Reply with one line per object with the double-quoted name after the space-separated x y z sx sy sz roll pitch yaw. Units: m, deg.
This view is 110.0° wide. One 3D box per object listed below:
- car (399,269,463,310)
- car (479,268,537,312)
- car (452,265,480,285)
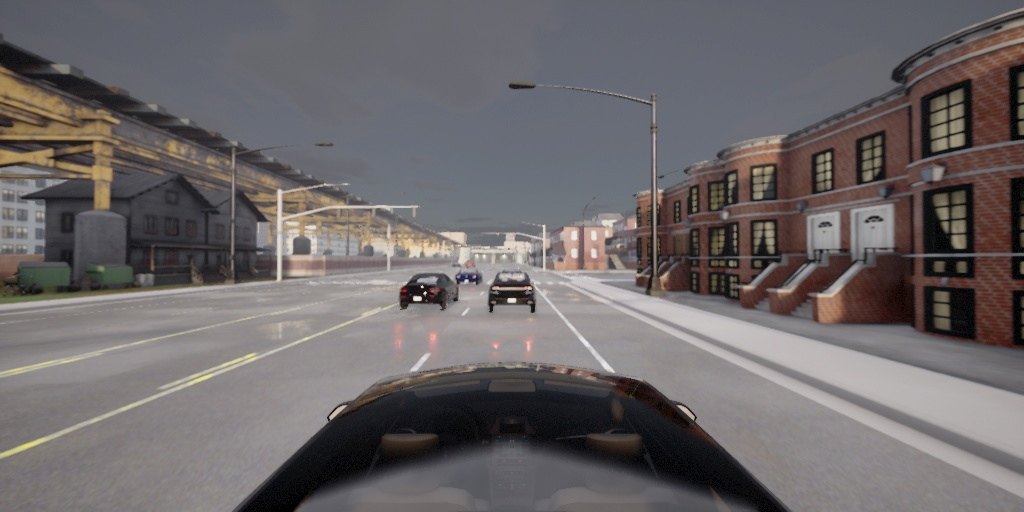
-3.485 1.430 15.565 1.812 1.442 4.674 0 0 0 "car"
0.012 1.393 15.170 2.128 1.511 4.902 0 0 0 "car"
-3.502 1.666 29.907 1.895 1.301 4.718 0 -1 0 "car"
